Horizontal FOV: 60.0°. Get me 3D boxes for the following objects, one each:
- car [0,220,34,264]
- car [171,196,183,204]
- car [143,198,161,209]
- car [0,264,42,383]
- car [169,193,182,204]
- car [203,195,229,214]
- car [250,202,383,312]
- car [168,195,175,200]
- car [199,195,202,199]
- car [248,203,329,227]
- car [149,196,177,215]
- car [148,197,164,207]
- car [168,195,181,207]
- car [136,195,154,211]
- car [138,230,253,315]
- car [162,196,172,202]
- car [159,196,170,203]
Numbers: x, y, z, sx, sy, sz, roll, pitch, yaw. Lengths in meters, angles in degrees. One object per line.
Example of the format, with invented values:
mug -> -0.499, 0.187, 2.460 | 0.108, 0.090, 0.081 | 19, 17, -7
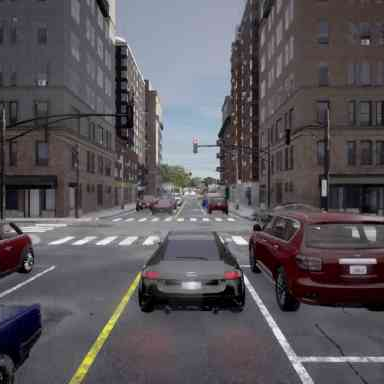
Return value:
car -> -5.397, 1.440, 7.642 | 1.967, 1.590, 4.097 | 0, 0, 0
car -> -2.849, 1.560, 63.222 | 1.994, 1.385, 4.181 | 0, 0, 1
car -> -5.482, 1.563, 45.705 | 1.947, 1.339, 4.313 | 0, 0, 0
car -> -2.804, 1.601, 1.891 | 1.895, 1.301, 4.718 | 0, 0, 1
car -> -2.845, 1.218, 53.163 | 2.150, 2.045, 5.566 | 0, 0, 1
car -> 2.651, 1.313, 34.710 | 2.192, 1.841, 5.009 | 0, 0, 0
car -> 2.628, 1.315, 7.654 | 2.192, 1.841, 5.009 | 0, 0, 0
car -> -5.528, 1.575, 89.735 | 1.802, 1.307, 4.206 | 0, 0, 0
car -> 2.614, 1.312, 51.222 | 2.192, 1.841, 5.009 | 0, 0, 0
car -> 6.427, 1.484, 22.338 | 4.892, 1.490, 1.837 | 0, 0, -7
car -> -2.894, 1.476, 33.729 | 1.882, 1.535, 5.008 | 0, 0, 0
car -> -5.488, 1.548, 51.209 | 2.008, 1.369, 4.403 | 0, 0, 0
car -> -2.891, 1.489, 43.284 | 2.128, 1.511, 4.902 | 0, 0, 0
car -> -5.476, 1.313, 40.201 | 2.192, 1.841, 5.009 | 0, 0, 0
car -> 0.014, 1.564, 7.677 | 1.994, 1.385, 4.181 | 0, 0, 1
car -> -5.511, 1.540, 73.223 | 1.887, 1.381, 4.507 | 0, 0, 0
car -> -5.505, 1.540, 67.720 | 1.887, 1.381, 4.507 | 0, 0, 0
